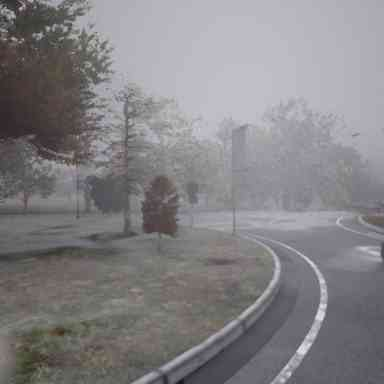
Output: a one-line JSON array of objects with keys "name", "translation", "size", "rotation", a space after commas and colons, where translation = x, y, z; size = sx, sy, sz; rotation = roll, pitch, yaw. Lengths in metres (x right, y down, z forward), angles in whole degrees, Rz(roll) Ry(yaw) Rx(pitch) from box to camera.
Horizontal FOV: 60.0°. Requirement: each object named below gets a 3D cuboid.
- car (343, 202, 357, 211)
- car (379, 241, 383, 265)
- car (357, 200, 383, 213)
[{"name": "car", "translation": [21.571, 1.908, 43.272], "size": [4.718, 1.301, 1.895], "rotation": [4, -3, -40]}, {"name": "car", "translation": [5.838, 1.488, 7.406], "size": [2.033, 1.411, 5.357], "rotation": [0, 0, 16]}, {"name": "car", "translation": [21.512, 1.643, 38.331], "size": [4.902, 1.511, 2.128], "rotation": [3, -2, -41]}]
